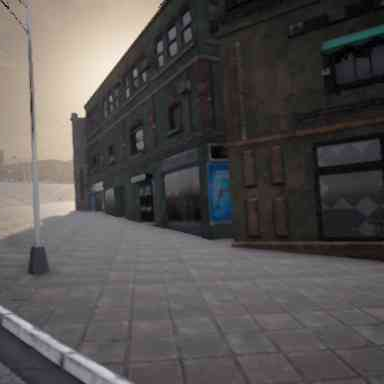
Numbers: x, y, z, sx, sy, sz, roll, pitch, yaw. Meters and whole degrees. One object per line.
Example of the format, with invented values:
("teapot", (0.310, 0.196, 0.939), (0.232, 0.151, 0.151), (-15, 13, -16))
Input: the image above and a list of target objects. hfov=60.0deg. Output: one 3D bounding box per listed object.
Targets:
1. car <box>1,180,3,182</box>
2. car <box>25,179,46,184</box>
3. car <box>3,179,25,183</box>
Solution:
("car", (-46.944, -2.588, 76.209), (2.231, 1.521, 4.892), (-5, -3, 32))
("car", (-41.338, -2.482, 85.784), (2.097, 1.535, 5.008), (-5, -3, 30))
("car", (-44.088, -2.503, 80.965), (2.002, 1.452, 4.674), (-5, -3, 31))
